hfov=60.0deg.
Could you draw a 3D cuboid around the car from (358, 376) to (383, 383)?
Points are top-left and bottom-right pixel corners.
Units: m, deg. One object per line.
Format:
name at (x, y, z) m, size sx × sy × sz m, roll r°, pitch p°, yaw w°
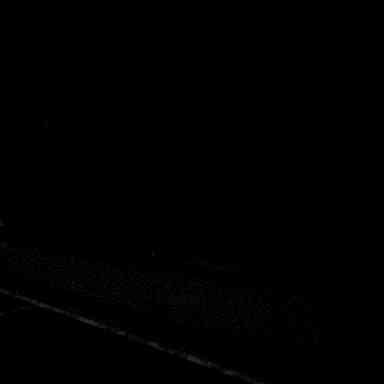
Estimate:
car at (2.757, 1.552, 1.111) m, size 4.403 × 1.369 × 2.008 m, roll 0°, pitch 0°, yaw 35°
